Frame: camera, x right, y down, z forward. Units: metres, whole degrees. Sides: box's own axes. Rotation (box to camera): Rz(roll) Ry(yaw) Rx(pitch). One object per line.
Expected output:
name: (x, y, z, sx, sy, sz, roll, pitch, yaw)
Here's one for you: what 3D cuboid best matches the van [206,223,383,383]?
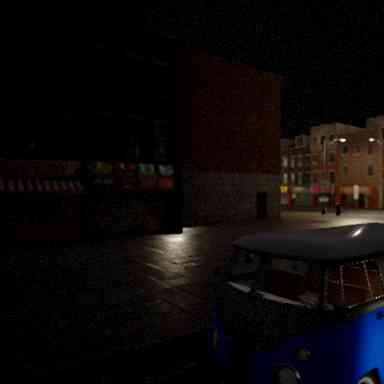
van: (2.064, 1.355, 4.291, 3.998, 1.788, 1.690, 0, 0, -35)
